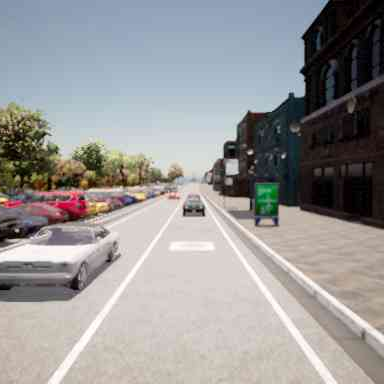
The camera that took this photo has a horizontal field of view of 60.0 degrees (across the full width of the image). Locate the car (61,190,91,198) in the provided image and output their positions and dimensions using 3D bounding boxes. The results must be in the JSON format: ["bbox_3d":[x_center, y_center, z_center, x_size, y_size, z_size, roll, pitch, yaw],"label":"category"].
[{"bbox_3d":[-22.240,0.365,63.924,4.892,1.521,2.231,0,1,1],"label":"car"}]

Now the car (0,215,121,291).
[{"bbox_3d":[-3.335,1.548,8.970,1.895,1.301,4.718,0,1,0],"label":"car"}]

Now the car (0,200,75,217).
[{"bbox_3d":[-9.604,1.376,19.287,4.674,1.452,2.002,0,1,1],"label":"car"}]

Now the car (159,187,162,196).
[{"bbox_3d":[-9.132,0.305,66.590,4.892,1.521,2.231,0,1,1],"label":"car"}]

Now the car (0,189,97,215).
[{"bbox_3d":[-9.607,1.026,22.063,5.566,2.045,2.435,0,1,1],"label":"car"}]

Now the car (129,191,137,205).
[{"bbox_3d":[-9.414,0.924,38.764,5.008,1.535,2.097,0,1,1],"label":"car"}]

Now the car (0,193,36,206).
[{"bbox_3d":[-22.489,0.889,41.650,4.792,1.488,2.163,0,1,1],"label":"car"}]

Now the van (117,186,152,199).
[{"bbox_3d":[-9.151,0.396,52.608,4.442,1.987,1.878,0,1,1],"label":"van"}]

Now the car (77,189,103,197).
[{"bbox_3d":[-22.119,0.199,72.276,4.792,1.488,2.163,0,1,1],"label":"car"}]

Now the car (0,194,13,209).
[{"bbox_3d":[-22.522,0.979,36.082,5.008,1.535,2.097,0,1,1],"label":"car"}]

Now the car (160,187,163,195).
[{"bbox_3d":[-9.283,0.236,69.374,5.366,1.575,1.946,0,1,1],"label":"car"}]

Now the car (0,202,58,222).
[{"bbox_3d":[-9.606,1.420,16.501,4.792,1.488,2.163,0,1,1],"label":"car"}]

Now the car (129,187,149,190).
[{"bbox_3d":[-9.265,0.556,49.891,4.553,1.767,2.185,0,1,1],"label":"car"}]

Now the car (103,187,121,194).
[{"bbox_3d":[-21.983,-0.412,91.637,4.553,1.767,2.185,0,1,1],"label":"car"}]

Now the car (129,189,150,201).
[{"bbox_3d":[-9.139,0.740,47.110,5.366,1.575,1.946,0,1,1],"label":"car"}]

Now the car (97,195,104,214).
[{"bbox_3d":[-9.545,1.219,24.851,5.008,1.535,2.097,0,1,1],"label":"car"}]

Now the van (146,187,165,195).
[{"bbox_3d":[-8.870,-0.244,80.371,4.442,1.987,1.878,0,1,1],"label":"van"}]

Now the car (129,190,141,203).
[{"bbox_3d":[-9.375,0.864,41.546,5.008,1.535,2.097,0,1,1],"label":"car"}]

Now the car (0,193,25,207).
[{"bbox_3d":[-22.495,0.920,38.867,4.892,1.521,2.231,0,1,1],"label":"car"}]

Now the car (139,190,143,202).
[{"bbox_3d":[-9.355,0.844,44.330,4.674,1.452,2.002,0,1,1],"label":"car"}]

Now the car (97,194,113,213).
[{"bbox_3d":[-9.708,1.157,27.635,5.366,1.575,1.946,0,1,1],"label":"car"}]

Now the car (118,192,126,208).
[{"bbox_3d":[-9.472,1.044,33.198,4.892,1.521,2.231,0,1,1],"label":"car"}]

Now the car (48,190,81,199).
[{"bbox_3d":[-22.295,0.490,58.355,5.008,1.535,2.097,0,1,1],"label":"car"}]

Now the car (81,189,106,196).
[{"bbox_3d":[-22.126,0.104,75.061,5.008,1.535,2.097,0,1,1],"label":"car"}]

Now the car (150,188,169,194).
[{"bbox_3d":[-8.901,-0.254,91.632,4.792,1.488,2.163,0,1,1],"label":"car"}]

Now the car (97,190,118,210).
[{"bbox_3d":[-9.464,0.979,30.288,4.553,1.767,2.185,0,1,1],"label":"car"}]

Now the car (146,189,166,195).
[{"bbox_3d":[-8.950,-0.086,83.284,4.892,1.521,2.231,0,1,1],"label":"car"}]

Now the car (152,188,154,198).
[{"bbox_3d":[-9.210,0.587,55.460,4.792,1.488,2.163,0,1,1],"label":"car"}]

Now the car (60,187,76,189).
[{"bbox_3d":[-22.287,0.427,55.567,4.553,1.767,2.185,0,1,1],"label":"car"}]

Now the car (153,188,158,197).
[{"bbox_3d":[-9.185,0.472,61.025,4.674,1.452,2.002,0,1,1],"label":"car"}]

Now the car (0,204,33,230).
[{"bbox_3d":[-9.659,1.436,13.714,5.008,1.535,2.097,0,1,1],"label":"car"}]

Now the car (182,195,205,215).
[{"bbox_3d":[0.166,1.214,28.925,1.895,1.301,4.718,0,1,0],"label":"car"}]

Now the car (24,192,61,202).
[{"bbox_3d":[-22.378,0.717,50.004,4.674,1.452,2.002,0,1,1],"label":"car"}]

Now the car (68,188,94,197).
[{"bbox_3d":[-22.237,0.173,66.706,4.553,1.767,2.185,0,1,1],"label":"car"}]

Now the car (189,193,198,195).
[{"bbox_3d":[0.235,0.832,45.124,1.994,1.385,4.181,0,1,1],"label":"car"}]

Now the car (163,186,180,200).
[{"bbox_3d":[-3.114,0.386,55.733,2.097,1.767,4.553,0,1,1],"label":"car"}]

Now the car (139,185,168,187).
[{"bbox_3d":[-8.985,-0.207,77.713,5.566,2.045,2.435,0,1,1],"label":"car"}]

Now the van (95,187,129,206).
[{"bbox_3d":[-9.554,0.758,35.978,4.442,1.987,1.878,0,1,1],"label":"van"}]

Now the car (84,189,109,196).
[{"bbox_3d":[-22.279,0.039,77.722,5.366,1.575,1.946,0,1,1],"label":"car"}]

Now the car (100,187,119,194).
[{"bbox_3d":[-22.011,-0.346,88.853,4.553,1.767,2.185,0,1,1],"label":"car"}]

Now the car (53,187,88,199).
[{"bbox_3d":[-22.234,0.175,61.135,5.566,2.045,2.435,0,1,1],"label":"car"}]

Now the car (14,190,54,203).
[{"bbox_3d":[-22.372,0.613,47.216,4.553,1.767,2.185,0,1,1],"label":"car"}]

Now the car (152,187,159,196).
[{"bbox_3d":[-9.123,0.243,63.803,4.553,1.767,2.185,0,1,1],"label":"car"}]
